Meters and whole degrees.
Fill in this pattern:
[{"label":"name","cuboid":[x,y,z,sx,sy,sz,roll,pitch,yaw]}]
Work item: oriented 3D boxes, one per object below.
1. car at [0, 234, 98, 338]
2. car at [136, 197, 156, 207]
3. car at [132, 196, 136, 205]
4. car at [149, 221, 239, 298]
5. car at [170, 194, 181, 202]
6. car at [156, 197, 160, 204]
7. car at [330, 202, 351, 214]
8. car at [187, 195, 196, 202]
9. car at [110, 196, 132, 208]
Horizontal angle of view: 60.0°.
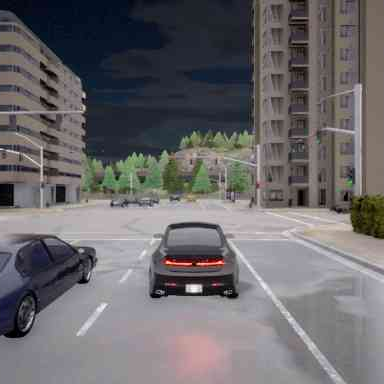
[{"label":"car","cuboid":[-3.460,1.547,6.537,2.033,1.411,5.357,0,0,0]},{"label":"car","cuboid":[-7.176,1.526,52.003,1.812,1.442,4.674,0,0,-1]},{"label":"car","cuboid":[-10.668,1.504,58.532,1.837,1.490,4.892,0,0,0]},{"label":"car","cuboid":[0.050,1.505,8.466,1.837,1.490,4.892,0,0,0]},{"label":"car","cuboid":[-3.618,1.194,72.924,2.097,1.767,4.553,0,0,0]},{"label":"car","cuboid":[-7.166,1.564,61.916,1.994,1.385,4.181,0,0,0]},{"label":"car","cuboid":[17.290,1.547,34.599,5.357,1.411,2.033,0,0,0]},{"label":"car","cuboid":[-0.116,1.478,73.874,1.882,1.535,5.008,0,0,0]},{"label":"car","cuboid":[-10.675,1.491,49.038,2.128,1.511,4.902,0,0,0]}]
